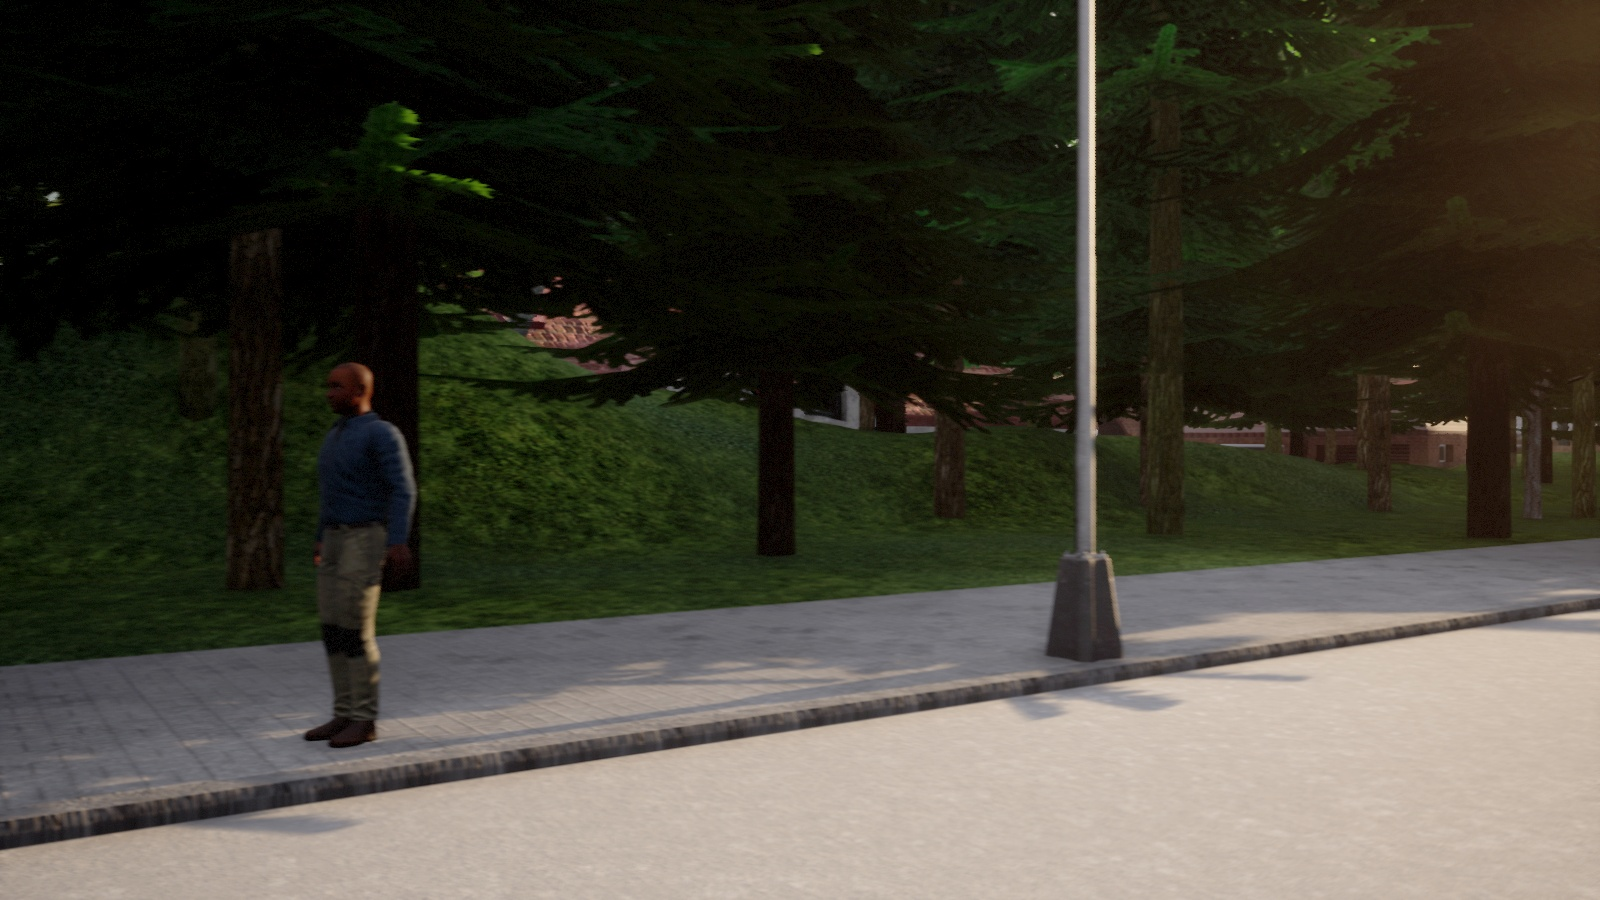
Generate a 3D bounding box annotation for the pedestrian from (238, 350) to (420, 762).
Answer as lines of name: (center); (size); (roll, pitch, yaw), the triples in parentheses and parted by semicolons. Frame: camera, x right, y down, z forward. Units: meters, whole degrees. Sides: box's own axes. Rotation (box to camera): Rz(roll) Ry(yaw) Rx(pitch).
pedestrian: (-2.239, 0.474, 5.995); (0.370, 1.835, 0.726); (0, 0, 42)
